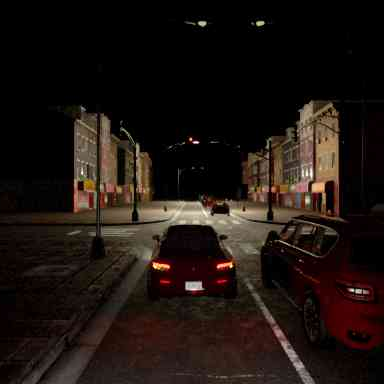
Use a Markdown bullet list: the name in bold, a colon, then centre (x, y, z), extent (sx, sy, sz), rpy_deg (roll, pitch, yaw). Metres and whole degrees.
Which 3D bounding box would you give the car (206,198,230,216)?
- **car**: centre (2.684, 1.583, 32.568), extent (1.887, 1.381, 4.507), rpy_deg (1, 0, 0)

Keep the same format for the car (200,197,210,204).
- **car**: centre (2.726, 1.729, 70.629), extent (1.802, 1.307, 4.206), rpy_deg (0, 0, 0)

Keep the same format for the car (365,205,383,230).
- **car**: centre (13.566, 1.583, 20.717), extent (4.674, 1.442, 1.812), rpy_deg (0, -1, 0)

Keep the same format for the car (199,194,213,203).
- **car**: centre (2.710, 1.407, 54.318), extent (2.192, 1.841, 5.009), rpy_deg (1, 0, 0)

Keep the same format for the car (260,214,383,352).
- **car**: centre (2.657, 1.318, 6.138), extent (2.192, 1.841, 5.009), rpy_deg (1, 0, 0)

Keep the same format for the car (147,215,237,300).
- **car**: centre (-0.041, 1.530, 8.291), extent (1.812, 1.442, 4.674), rpy_deg (0, 0, -2)

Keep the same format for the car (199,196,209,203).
- **car**: centre (2.732, 1.719, 76.067), extent (2.008, 1.369, 4.403), rpy_deg (0, 0, 0)

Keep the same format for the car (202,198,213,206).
- **car**: centre (2.714, 1.691, 59.755), extent (1.802, 1.307, 4.206), rpy_deg (0, 0, 0)

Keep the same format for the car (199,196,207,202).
- **car**: centre (2.744, 1.780, 86.942), extent (1.947, 1.339, 4.313), rpy_deg (0, 0, 0)

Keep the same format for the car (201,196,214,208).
- **car**: centre (2.702, 1.621, 48.880), extent (1.887, 1.381, 4.507), rpy_deg (1, 0, 0)
